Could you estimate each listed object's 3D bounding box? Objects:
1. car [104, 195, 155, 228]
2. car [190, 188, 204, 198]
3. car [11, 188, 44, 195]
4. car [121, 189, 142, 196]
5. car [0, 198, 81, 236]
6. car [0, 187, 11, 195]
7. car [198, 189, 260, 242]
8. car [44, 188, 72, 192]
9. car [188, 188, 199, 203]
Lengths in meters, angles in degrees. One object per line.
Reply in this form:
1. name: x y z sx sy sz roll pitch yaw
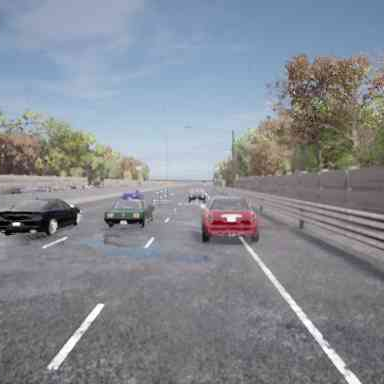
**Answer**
1. car: -3.134 1.061 17.646 1.895 1.301 4.718 0 2 1
2. car: 0.715 0.137 48.669 1.895 1.301 4.718 0 2 1
3. car: -20.464 0.256 42.708 2.033 1.411 5.357 0 2 1
4. car: -6.374 0.449 35.588 1.812 1.442 4.674 0 2 1
5. car: -6.670 1.010 15.211 1.882 1.535 5.008 0 2 1
6. car: -23.948 0.194 43.375 1.837 1.490 4.892 0 1 1
7. car: 1.434 0.923 13.934 2.097 1.767 4.553 0 2 1
8. car: -16.948 0.174 43.600 2.128 1.511 4.902 0 2 1
9. car: 0.595 0.467 37.556 1.895 1.301 4.718 0 2 1
